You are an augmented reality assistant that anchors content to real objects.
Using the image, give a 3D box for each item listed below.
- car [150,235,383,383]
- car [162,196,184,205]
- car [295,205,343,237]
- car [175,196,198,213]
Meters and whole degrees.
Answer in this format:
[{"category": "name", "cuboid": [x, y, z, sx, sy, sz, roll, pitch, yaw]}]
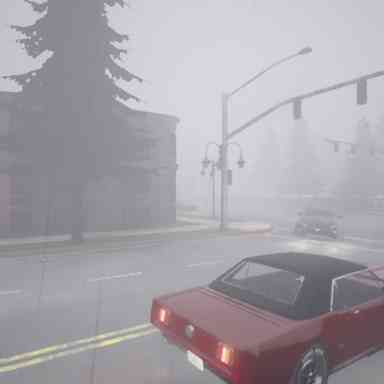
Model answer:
[{"category": "car", "cuboid": [1.881, 1.600, 4.976, 4.718, 1.301, 1.895, 0, 0, -34]}, {"category": "car", "cuboid": [-3.420, 1.519, 60.039, 1.812, 1.442, 4.674, 0, 0, -33]}, {"category": "car", "cuboid": [6.789, 1.503, 17.619, 1.837, 1.490, 4.892, 4, 1, 24]}, {"category": "car", "cuboid": [-1.497, 1.543, 37.710, 2.033, 1.411, 5.357, 0, 0, -33]}]
